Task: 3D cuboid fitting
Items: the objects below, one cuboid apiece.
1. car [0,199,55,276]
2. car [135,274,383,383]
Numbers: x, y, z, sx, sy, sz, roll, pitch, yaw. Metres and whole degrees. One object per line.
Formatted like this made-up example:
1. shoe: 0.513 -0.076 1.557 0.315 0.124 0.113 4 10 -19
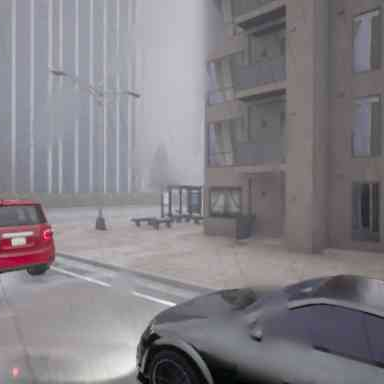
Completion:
1. car: -5.939 1.197 9.193 5.566 2.045 2.150 0 0 40
2. car: 1.404 1.567 3.264 4.181 1.385 1.994 0 0 37
